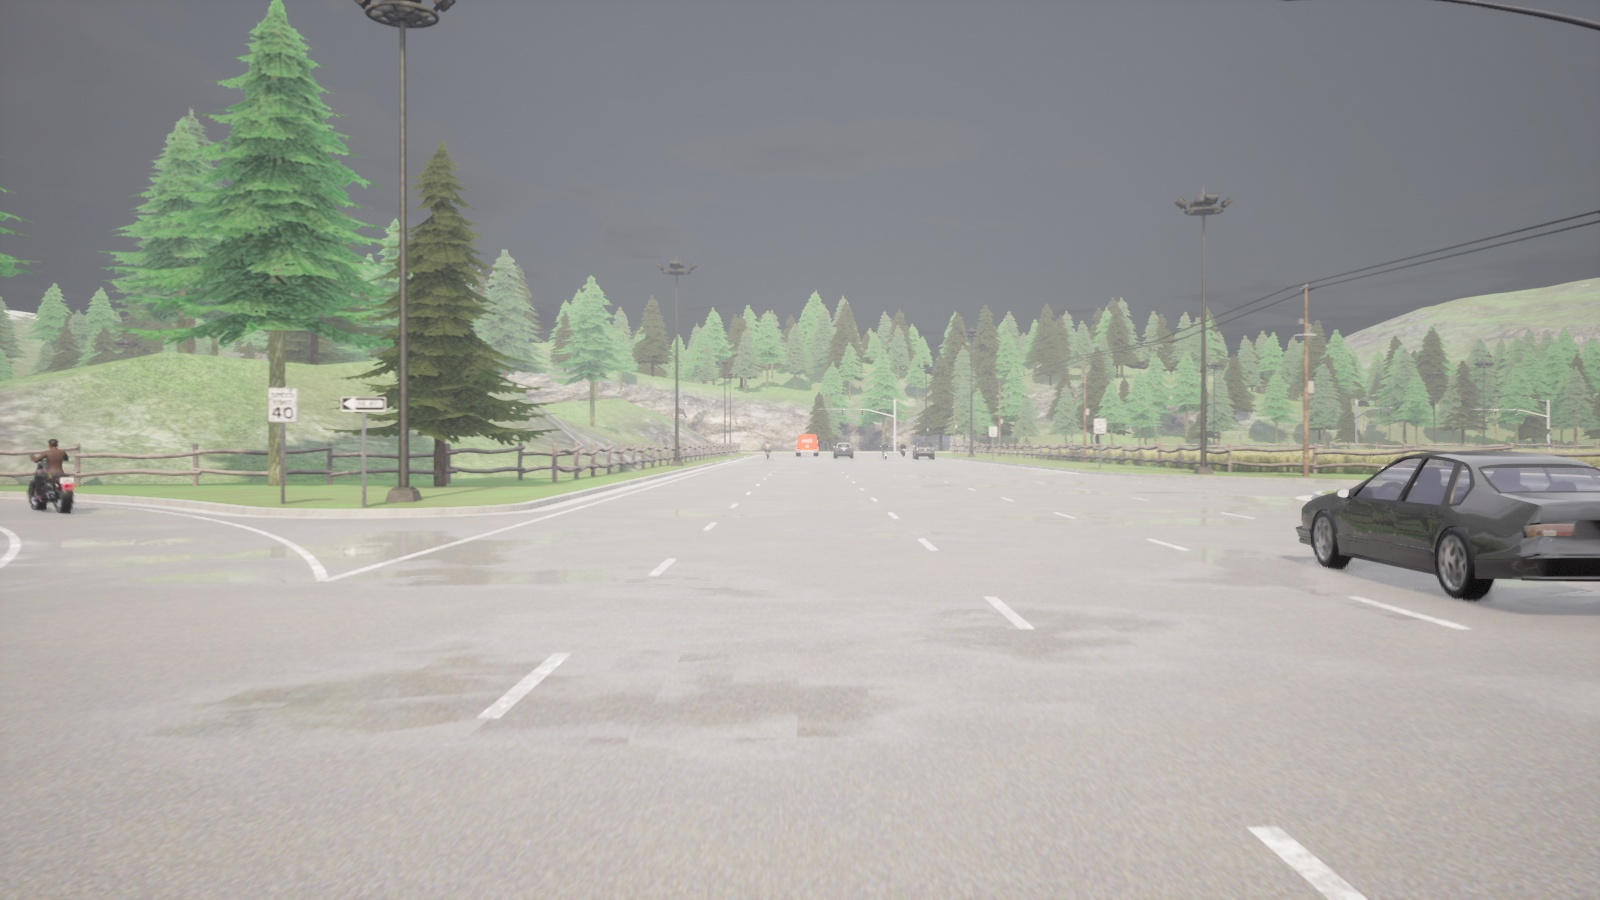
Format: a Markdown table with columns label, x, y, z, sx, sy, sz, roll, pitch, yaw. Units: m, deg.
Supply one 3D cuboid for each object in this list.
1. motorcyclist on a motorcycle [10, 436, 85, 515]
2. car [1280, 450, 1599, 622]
| label | x | y | z | sx | sy | sz | roll | pitch | yaw |
| --- | --- | --- | --- | --- | --- | --- | --- | --- | --- |
| motorcyclist on a motorcycle | -16.320 | 0.530 | 27.209 | 2.350 | 1.649 | 0.766 | 0 | 0 | 43 |
| car | 7.090 | 0.725 | 13.242 | 2.033 | 1.411 | 5.357 | 0 | 0 | 0 |
